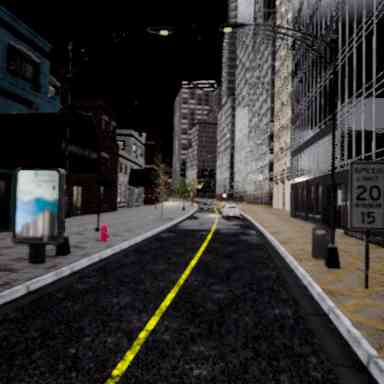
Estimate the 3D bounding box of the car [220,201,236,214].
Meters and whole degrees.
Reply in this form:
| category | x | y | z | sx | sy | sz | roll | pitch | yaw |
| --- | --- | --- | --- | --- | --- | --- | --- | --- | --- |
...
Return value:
| category | x | y | z | sx | sy | sz | roll | pitch | yaw |
| --- | --- | --- | --- | --- | --- | --- | --- | --- | --- |
| car | 4.793 | 2.073 | 45.117 | 1.882 | 1.535 | 5.008 | 1 | 0 | 3 |

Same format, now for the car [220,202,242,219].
| category | x | y | z | sx | sy | sz | roll | pitch | yaw |
| --- | --- | --- | --- | --- | --- | --- | --- | --- | --- |
| car | 4.042 | 1.997 | 34.678 | 1.812 | 1.442 | 4.674 | 1 | -1 | 5 |
